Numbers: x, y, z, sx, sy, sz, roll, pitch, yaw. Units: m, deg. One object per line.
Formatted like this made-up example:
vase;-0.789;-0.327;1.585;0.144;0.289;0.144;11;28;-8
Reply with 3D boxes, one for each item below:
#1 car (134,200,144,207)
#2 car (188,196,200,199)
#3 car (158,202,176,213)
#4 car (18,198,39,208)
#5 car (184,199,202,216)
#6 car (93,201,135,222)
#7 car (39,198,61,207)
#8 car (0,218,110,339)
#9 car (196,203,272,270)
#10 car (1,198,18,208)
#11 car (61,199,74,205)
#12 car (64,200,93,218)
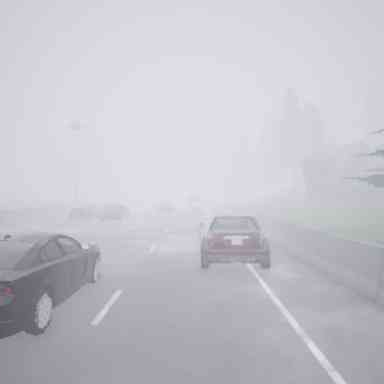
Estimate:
car;-10.071;2.074;61.698;1.994;1.385;4.181;0;-1;0
car;0.257;1.584;47.935;2.150;2.045;5.566;0;0;0
car;-3.173;1.895;42.200;1.994;1.385;4.181;0;0;0
car;-27.705;1.882;58.112;2.097;1.767;4.553;0;-1;1
car;0.228;1.808;36.836;1.812;1.442;4.674;0;0;1
car;-6.739;1.799;29.414;2.033;1.411;5.357;0;0;0
car;-24.208;1.871;58.169;2.097;1.767;4.553;0;-1;1
car;-3.357;1.558;6.899;1.882;1.535;5.008;0;0;0
car;1.292;1.452;11.635;2.097;1.767;4.553;0;0;0
car;-31.199;1.892;57.975;2.097;1.767;4.553;0;-1;1
car;-20.708;2.033;58.153;1.812;1.442;4.674;0;-1;1
car;-10.229;1.805;31.814;1.812;1.442;4.674;0;-1;0
